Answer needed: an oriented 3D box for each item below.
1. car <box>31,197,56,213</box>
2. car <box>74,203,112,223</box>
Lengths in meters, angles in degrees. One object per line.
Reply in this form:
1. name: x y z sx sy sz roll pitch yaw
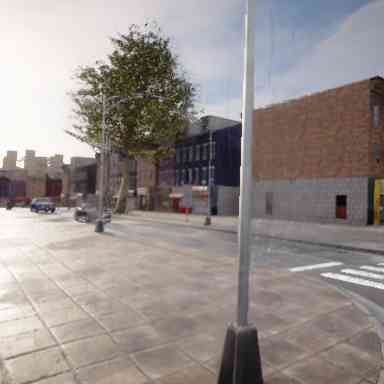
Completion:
1. car: -19.321 1.745 43.052 2.150 2.045 5.566 3 -2 -35
2. car: -8.107 1.674 26.975 2.128 1.511 4.902 3 -2 -35
